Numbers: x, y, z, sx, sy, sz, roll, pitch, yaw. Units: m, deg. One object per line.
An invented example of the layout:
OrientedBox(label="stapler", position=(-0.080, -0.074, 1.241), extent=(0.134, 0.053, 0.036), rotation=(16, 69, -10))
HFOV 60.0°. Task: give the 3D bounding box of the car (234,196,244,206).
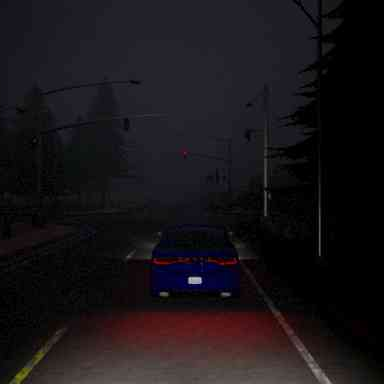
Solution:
OrientedBox(label="car", position=(8.958, 1.144, 49.548), extent=(4.605, 1.855, 1.932), rotation=(0, 0, 0))

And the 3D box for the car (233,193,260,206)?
OrientedBox(label="car", position=(8.549, 1.146, 52.059), extent=(3.866, 1.878, 1.905), rotation=(0, 0, 0))

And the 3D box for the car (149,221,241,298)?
OrientedBox(label="car", position=(0.079, 1.478, 8.597), extent=(1.882, 1.535, 5.008), rotation=(0, 0, 1))
